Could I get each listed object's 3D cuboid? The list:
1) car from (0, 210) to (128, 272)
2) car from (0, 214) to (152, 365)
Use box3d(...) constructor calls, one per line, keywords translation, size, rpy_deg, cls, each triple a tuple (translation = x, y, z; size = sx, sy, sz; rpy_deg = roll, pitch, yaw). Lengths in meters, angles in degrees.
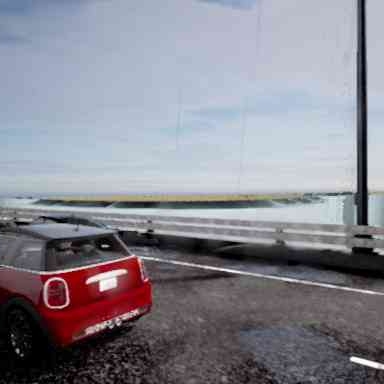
box3d(translation=(-4.696, 1.509, 11.667), size=(5.008, 1.535, 1.882), rpy_deg=(0, 0, 36), cls="car")
box3d(translation=(-2.944, 1.369, 6.094), size=(4.553, 1.767, 2.097), rpy_deg=(0, 0, 36), cls="car")
